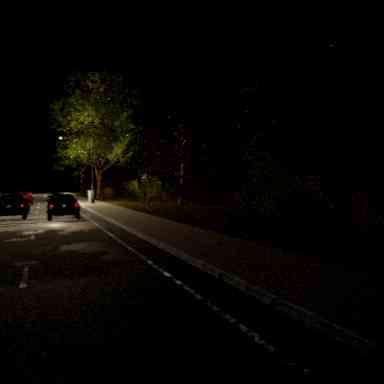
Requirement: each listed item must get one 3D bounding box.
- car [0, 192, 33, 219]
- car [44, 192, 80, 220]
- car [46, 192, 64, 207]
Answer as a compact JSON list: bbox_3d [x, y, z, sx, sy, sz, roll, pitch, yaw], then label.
[{"bbox_3d":[-13.037,0.948,24.159,2.097,1.767,4.553,-1,1,-24],"label":"car"},{"bbox_3d":[-9.387,0.924,24.065,2.097,1.767,4.553,-1,1,-24],"label":"car"},{"bbox_3d":[-16.173,0.810,39.139,1.837,1.490,4.892,-1,2,-24],"label":"car"}]
